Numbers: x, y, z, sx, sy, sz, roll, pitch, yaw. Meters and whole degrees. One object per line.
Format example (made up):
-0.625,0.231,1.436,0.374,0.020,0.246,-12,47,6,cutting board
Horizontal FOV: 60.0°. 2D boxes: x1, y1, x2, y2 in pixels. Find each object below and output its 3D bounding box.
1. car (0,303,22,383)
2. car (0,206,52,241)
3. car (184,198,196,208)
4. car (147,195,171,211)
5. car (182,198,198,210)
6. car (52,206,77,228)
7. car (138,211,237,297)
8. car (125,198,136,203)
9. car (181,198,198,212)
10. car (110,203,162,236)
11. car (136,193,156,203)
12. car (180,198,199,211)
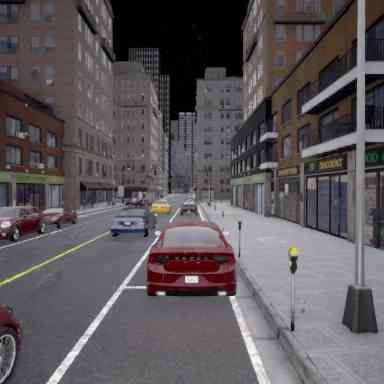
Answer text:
-3.044,1.525,2.245,1.812,1.442,4.674,0,0,0,car
-8.823,1.435,16.181,1.967,1.590,4.097,-1,0,0,car
-0.276,1.554,49.696,1.802,1.307,4.206,-1,0,0,car
-3.145,1.442,34.453,1.801,1.575,5.366,0,0,0,car
-0.277,1.543,44.111,1.947,1.339,4.313,-1,0,0,car
-8.822,1.575,21.767,1.802,1.307,4.206,-1,0,0,car
-0.006,1.475,8.652,1.882,1.535,5.008,0,0,0,car
-8.821,1.516,49.695,1.887,1.381,4.507,-1,0,0,car
-0.279,1.507,38.694,1.752,1.417,4.829,-1,0,0,car
-3.046,1.542,18.189,2.033,1.411,5.357,0,0,0,car
-6.145,1.235,47.533,2.150,2.045,5.566,0,0,0,car
-0.280,1.537,32.939,2.008,1.369,4.403,-1,0,0,car
